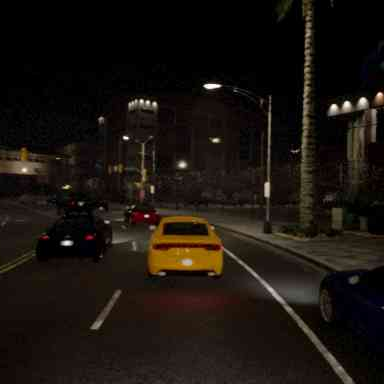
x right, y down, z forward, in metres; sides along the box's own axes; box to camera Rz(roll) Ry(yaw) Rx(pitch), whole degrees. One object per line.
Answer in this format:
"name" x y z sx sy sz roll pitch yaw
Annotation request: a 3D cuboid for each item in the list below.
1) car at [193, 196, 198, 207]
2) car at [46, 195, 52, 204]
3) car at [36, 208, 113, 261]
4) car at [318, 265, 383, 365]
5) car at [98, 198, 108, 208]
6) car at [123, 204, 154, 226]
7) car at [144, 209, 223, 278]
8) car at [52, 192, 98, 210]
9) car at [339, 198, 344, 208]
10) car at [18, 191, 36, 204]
"car" 0.585 1.333 52.177 2.185 1.767 4.553 1 0 -35
"car" -21.150 1.171 51.337 1.994 1.385 4.181 1 0 -34
"car" -3.993 1.492 11.902 1.994 1.385 4.181 1 0 -8
"car" 3.186 1.599 4.203 1.812 1.442 4.674 1 0 1
"car" -10.316 1.325 35.087 1.837 1.490 4.892 1 0 -33
"car" -3.574 1.514 23.328 1.994 1.385 4.181 1 0 -19
"car" -0.288 1.484 10.124 1.882 1.535 5.008 1 0 -4
"car" -10.247 1.035 28.831 2.150 2.045 5.566 1 0 -31
"car" 19.502 1.899 44.900 2.002 1.452 4.674 1 0 -35
"car" -25.439 1.039 51.415 1.812 1.442 4.674 1 0 -34
